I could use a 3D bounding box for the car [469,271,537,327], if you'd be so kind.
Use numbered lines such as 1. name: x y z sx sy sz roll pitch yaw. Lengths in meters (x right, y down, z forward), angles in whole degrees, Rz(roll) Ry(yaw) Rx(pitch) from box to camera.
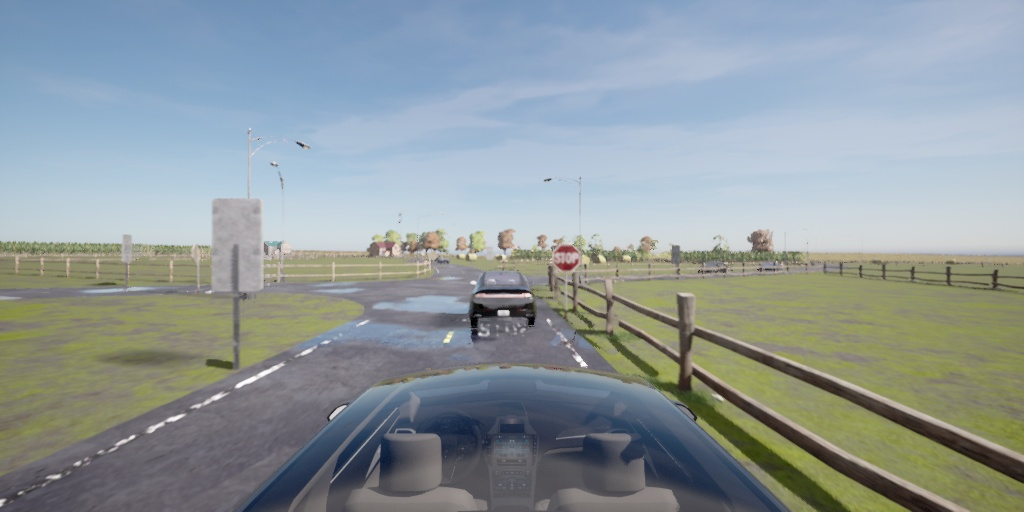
1. car: -0.333 1.214 11.432 2.128 1.511 4.902 0 0 -3

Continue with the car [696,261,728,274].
1. car: 24.491 1.413 43.870 4.892 1.490 1.837 0 0 -33
